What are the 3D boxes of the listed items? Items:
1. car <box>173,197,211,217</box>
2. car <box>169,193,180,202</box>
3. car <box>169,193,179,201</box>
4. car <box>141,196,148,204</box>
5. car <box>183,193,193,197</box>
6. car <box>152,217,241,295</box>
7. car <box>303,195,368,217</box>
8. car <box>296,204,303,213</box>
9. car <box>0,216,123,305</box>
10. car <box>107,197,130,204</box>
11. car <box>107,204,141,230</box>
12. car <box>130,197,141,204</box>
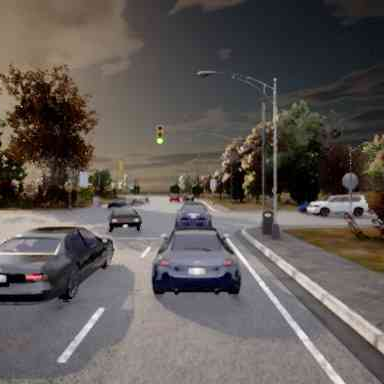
[{"bbox_3d":[0.084,1.426,20.907,2.097,1.767,4.553,0,0,0],"label":"car"},{"bbox_3d":[-4.015,1.379,78.228,2.150,2.045,5.566,0,0,-3],"label":"car"},{"bbox_3d":[-4.816,1.339,88.973,2.150,2.045,5.566,0,0,-7],"label":"car"},{"bbox_3d":[-10.643,1.779,66.510,1.895,1.301,4.718,0,0,-1],"label":"car"},{"bbox_3d":[-0.564,1.630,79.126,1.882,1.535,5.008,0,0,-4],"label":"car"},{"bbox_3d":[0.090,1.601,8.813,1.994,1.385,4.181,0,0,0],"label":"car"},{"bbox_3d":[14.264,1.332,32.647,5.566,2.045,2.150,0,0,-3],"label":"car"},{"bbox_3d":[13.907,1.599,36.128,5.008,1.535,1.882,0,0,-3],"label":"car"},{"bbox_3d":[-3.407,1.584,8.380,2.033,1.411,5.357,0,0,0],"label":"car"},{"bbox_3d":[-10.642,1.755,47.451,1.895,1.301,4.718,0,0,0],"label":"car"},{"bbox_3d":[-4.449,1.676,21.339,1.895,1.301,4.718,0,0,-16],"label":"car"},{"bbox_3d":[-10.628,1.667,56.554,2.128,1.511,4.902,0,0,0],"label":"car"}]
